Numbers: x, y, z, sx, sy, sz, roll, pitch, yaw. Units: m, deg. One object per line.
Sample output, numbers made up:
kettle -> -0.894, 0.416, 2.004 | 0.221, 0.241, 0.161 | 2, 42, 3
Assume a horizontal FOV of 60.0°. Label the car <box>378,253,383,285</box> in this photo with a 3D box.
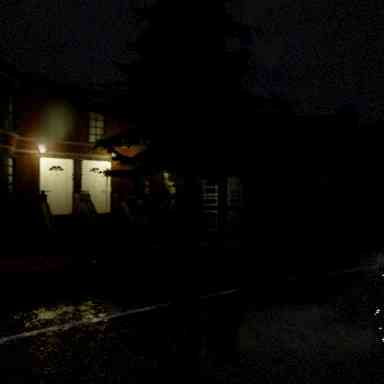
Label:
car -> 6.527, 1.531, 7.880 | 4.902, 1.511, 2.128 | 0, 0, -28
